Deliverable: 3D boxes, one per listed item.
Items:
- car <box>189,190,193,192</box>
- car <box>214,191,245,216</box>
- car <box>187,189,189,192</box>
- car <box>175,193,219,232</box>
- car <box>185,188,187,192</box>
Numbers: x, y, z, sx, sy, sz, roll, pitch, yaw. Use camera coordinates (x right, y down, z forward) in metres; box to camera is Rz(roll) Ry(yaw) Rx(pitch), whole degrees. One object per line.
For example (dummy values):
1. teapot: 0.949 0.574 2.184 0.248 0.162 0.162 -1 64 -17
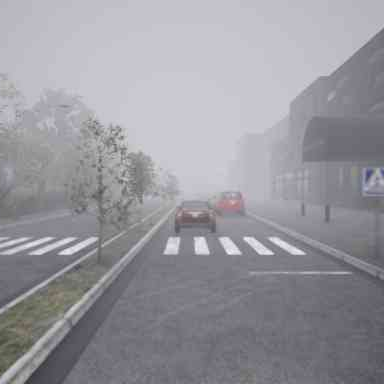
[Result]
1. car: 1.191 0.496 83.966 2.231 1.521 4.892 0 1 -5
2. car: 3.165 0.926 28.362 2.435 2.045 5.566 0 1 0
3. car: 0.613 0.418 89.497 2.097 1.535 5.008 0 1 -6
4. car: 0.176 1.156 18.579 2.097 1.767 4.553 0 1 0
5. car: -0.020 0.340 95.029 2.097 1.535 5.008 0 1 -6
